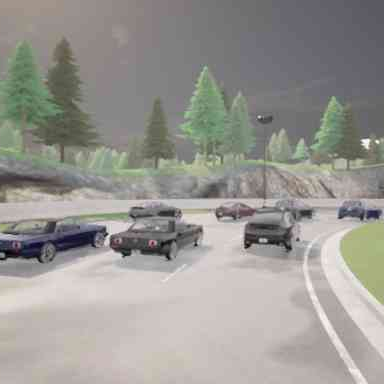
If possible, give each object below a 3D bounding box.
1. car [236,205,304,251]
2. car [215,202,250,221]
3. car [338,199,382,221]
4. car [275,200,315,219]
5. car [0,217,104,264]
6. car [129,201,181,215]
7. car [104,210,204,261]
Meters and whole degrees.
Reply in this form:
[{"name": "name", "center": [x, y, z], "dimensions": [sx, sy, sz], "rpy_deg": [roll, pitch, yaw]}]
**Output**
[{"name": "car", "center": [3.549, 1.524, 14.371], "dimensions": [1.837, 1.490, 4.892], "rpy_deg": [0, 0, 23]}, {"name": "car", "center": [3.668, 1.532, 27.547], "dimensions": [1.812, 1.442, 4.674], "rpy_deg": [0, 0, 39]}, {"name": "car", "center": [14.426, 1.461, 28.410], "dimensions": [4.553, 1.767, 2.097], "rpy_deg": [1, 0, -40]}, {"name": "car", "center": [8.462, 1.405, 27.629], "dimensions": [2.097, 1.767, 4.553], "rpy_deg": [1, 0, 43]}, {"name": "car", "center": [-4.880, 1.541, 11.722], "dimensions": [1.895, 1.301, 4.718], "rpy_deg": [1, 0, 16]}, {"name": "car", "center": [-2.678, 1.439, 25.173], "dimensions": [2.128, 1.511, 4.902], "rpy_deg": [0, 0, 32]}, {"name": "car", "center": [-1.027, 1.578, 12.404], "dimensions": [1.895, 1.301, 4.718], "rpy_deg": [1, 0, 18]}]
